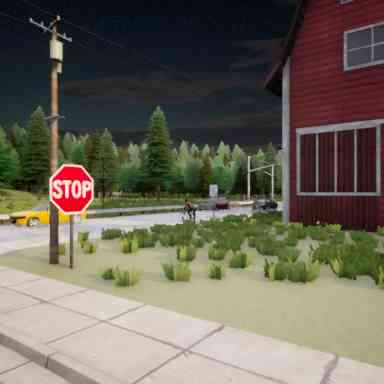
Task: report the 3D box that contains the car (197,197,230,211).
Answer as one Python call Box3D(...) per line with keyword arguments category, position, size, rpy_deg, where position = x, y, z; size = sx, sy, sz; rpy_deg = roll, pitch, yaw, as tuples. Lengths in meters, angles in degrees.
Box3D(category="car", position=(2.562, 1.349, 38.523), size=(2.097, 1.767, 4.553), rpy_deg=(0, 0, 37))

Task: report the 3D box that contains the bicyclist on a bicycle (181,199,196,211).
Box3D(category="bicyclist on a bicycle", position=(-0.224, 1.299, 22.247), size=(1.656, 1.620, 0.582), rpy_deg=(0, 0, 37))

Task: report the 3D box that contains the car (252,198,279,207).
Box3D(category="car", position=(9.067, 1.524, 41.091), size=(1.812, 1.442, 4.674), rpy_deg=(0, 0, 37))

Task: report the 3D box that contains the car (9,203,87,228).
Box3D(category="car", position=(-9.517, 1.475, 22.288), size=(1.882, 1.535, 5.008), rpy_deg=(0, 0, 37))
